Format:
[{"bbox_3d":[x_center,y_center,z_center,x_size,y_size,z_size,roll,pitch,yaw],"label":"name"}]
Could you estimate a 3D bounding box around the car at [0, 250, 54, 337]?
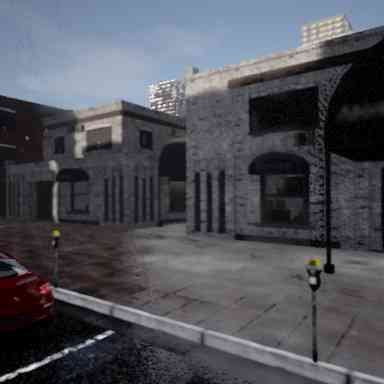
[{"bbox_3d":[-4.092,1.614,5.801,4.206,1.307,1.802,0,0,36],"label":"car"}]
